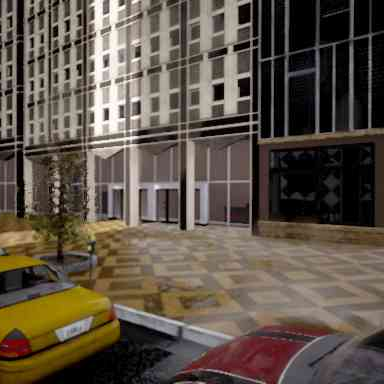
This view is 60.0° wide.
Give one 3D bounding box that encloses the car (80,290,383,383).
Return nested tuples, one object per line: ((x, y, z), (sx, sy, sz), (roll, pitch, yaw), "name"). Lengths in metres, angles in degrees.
((1.537, 1.438, 1.768), (4.097, 1.590, 1.967), (0, 0, 35), "car")

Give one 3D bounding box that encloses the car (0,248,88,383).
((-3.230, 1.556, 5.164), (4.829, 1.417, 1.752), (0, 0, 35), "car")
